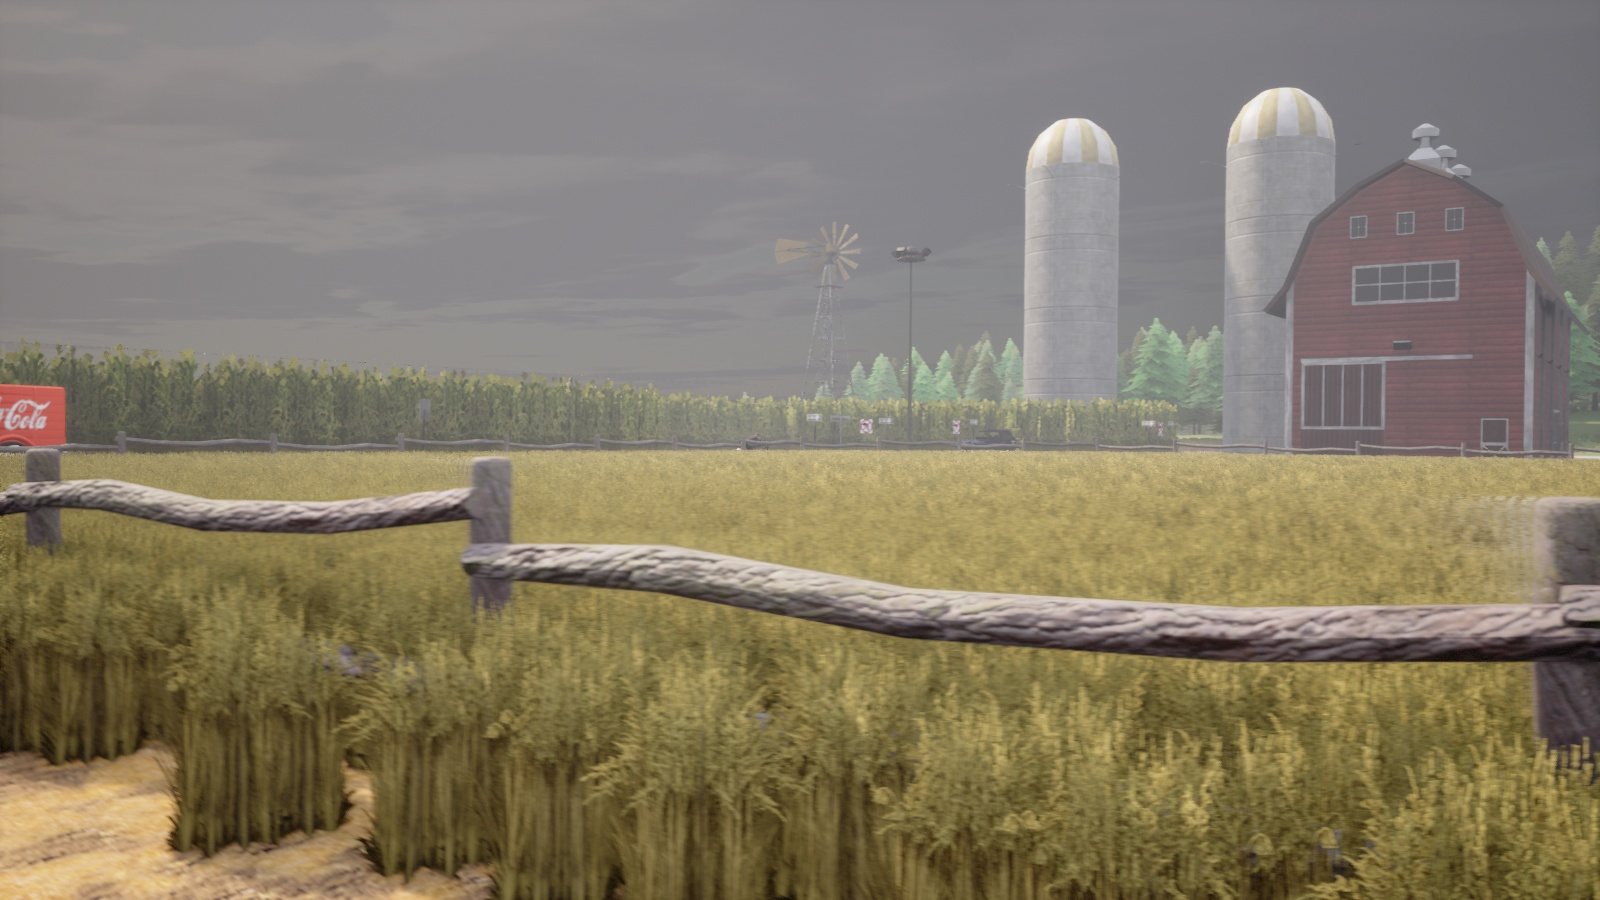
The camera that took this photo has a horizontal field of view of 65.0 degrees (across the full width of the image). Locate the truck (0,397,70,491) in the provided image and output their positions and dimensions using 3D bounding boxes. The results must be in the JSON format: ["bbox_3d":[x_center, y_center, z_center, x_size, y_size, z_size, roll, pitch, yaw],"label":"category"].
[{"bbox_3d":[-22.599,-0.158,33.079,2.627,2.467,5.204,0,0,36],"label":"truck"}]

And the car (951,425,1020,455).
[{"bbox_3d":[11.608,-0.635,78.772,3.866,1.878,1.905,0,1,40],"label":"car"}]
